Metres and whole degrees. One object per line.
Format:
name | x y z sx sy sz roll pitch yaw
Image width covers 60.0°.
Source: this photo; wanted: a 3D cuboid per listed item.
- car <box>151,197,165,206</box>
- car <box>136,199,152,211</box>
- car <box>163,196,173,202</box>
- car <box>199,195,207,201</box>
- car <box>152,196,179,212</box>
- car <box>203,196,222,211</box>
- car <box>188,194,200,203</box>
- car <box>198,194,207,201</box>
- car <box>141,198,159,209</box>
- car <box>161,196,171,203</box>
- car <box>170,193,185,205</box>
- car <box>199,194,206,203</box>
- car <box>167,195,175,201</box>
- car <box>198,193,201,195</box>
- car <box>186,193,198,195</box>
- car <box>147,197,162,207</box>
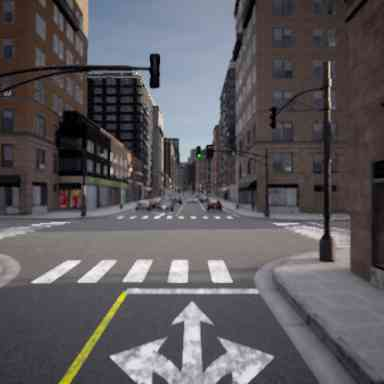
car | -5.806 1.584 57.682 2.008 1.369 4.403 1 0 0
car | -5.837 1.602 40.924 1.802 1.307 4.206 1 0 0
car | -5.763 1.607 80.025 1.947 1.339 4.313 1 0 0
car | 2.784 1.482 85.597 1.967 1.590 4.097 1 0 0
car | -3.057 1.510 39.110 2.128 1.511 4.902 0 0 0
car | 2.708 1.564 40.911 1.887 1.381 4.507 1 0 0
car | 0.077 1.636 67.704 1.895 1.301 4.718 0 0 0
car | 2.794 1.358 91.182 2.192 1.841 5.009 1 0 0
car | -5.827 1.590 46.510 1.947 1.339 4.313 1 0 0
car | -5.774 1.591 74.440 2.008 1.369 4.403 1 0 0
car | -2.936 1.257 60.879 2.150 2.045 5.566 0 0 0
car | 2.754 1.620 68.840 1.802 1.307 4.206 1 0 0
car | -5.742 1.569 91.027 1.752 1.417 4.829 1 0 0
car | 2.765 1.480 74.426 1.967 1.590 4.097 1 0 0
car | 0.093 1.426 77.681 1.994 1.385 4.181 0 0 0
car | -5.816 1.554 51.926 1.752 1.417 4.829 1 0 0
